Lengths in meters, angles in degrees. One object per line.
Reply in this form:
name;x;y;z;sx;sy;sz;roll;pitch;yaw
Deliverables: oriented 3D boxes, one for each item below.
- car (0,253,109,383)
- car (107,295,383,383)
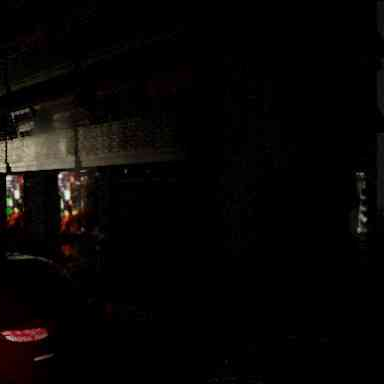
car;-2.875;1.581;4.923;4.206;1.307;1.802;0;0;35
car;1.736;1.440;1.635;4.097;1.590;1.967;0;0;35
